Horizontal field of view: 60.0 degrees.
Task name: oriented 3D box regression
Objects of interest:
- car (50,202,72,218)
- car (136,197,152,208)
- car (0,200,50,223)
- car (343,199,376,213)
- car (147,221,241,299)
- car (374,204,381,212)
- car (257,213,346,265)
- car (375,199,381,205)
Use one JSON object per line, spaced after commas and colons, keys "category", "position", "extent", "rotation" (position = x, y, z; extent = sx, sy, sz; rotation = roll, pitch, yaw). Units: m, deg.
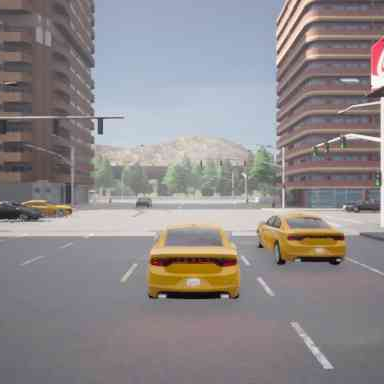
{"category": "car", "position": [-13.258, 1.477, 29.393], "extent": [5.008, 1.535, 1.882], "rotation": [0, 0, -9]}
{"category": "car", "position": [-7.081, 1.478, 49.355], "extent": [1.882, 1.535, 5.008], "rotation": [0, 0, 0]}
{"category": "car", "position": [-13.796, 1.505, 25.269], "extent": [4.892, 1.490, 1.837], "rotation": [0, 0, 0]}
{"category": "car", "position": [18.972, 1.491, 36.154], "extent": [4.902, 1.511, 2.128], "rotation": [0, 0, 0]}
{"category": "car", "position": [0.050, 1.478, 8.497], "extent": [1.882, 1.535, 5.008], "rotation": [0, 0, 1]}
{"category": "car", "position": [3.600, 1.221, 1.776], "extent": [2.150, 2.045, 5.566], "rotation": [0, 0, 0]}
{"category": "car", "position": [3.567, 1.478, 11.735], "extent": [1.882, 1.535, 5.008], "rotation": [0, 0, 0]}
{"category": "car", "position": [20.899, 1.564, 32.666], "extent": [4.181, 1.385, 1.994], "rotation": [0, 0, 0]}
